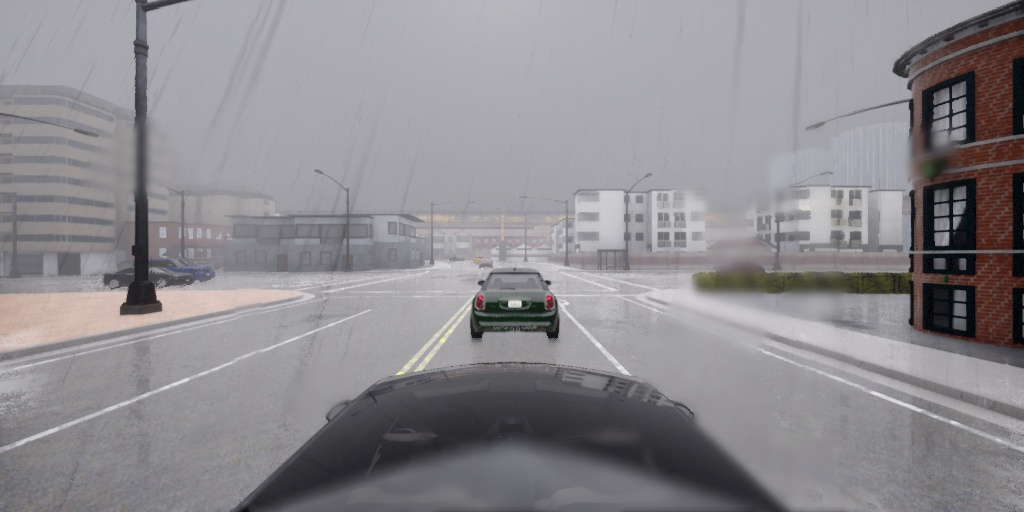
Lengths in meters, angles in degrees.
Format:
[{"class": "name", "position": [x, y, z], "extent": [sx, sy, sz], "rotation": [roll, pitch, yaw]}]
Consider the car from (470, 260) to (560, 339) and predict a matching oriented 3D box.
[{"class": "car", "position": [0.073, 1.105, 10.213], "extent": [2.097, 1.767, 4.553], "rotation": [0, 0, 0]}]

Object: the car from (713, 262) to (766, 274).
[{"class": "car", "position": [22.484, 1.292, 35.580], "extent": [4.674, 1.442, 1.812], "rotation": [0, 0, 2]}]

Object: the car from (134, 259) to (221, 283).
[{"class": "car", "position": [-26.520, 1.209, 28.037], "extent": [5.566, 2.045, 2.150], "rotation": [-1, 0, -1]}]

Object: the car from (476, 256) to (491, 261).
[{"class": "car", "position": [-3.816, 1.005, 52.776], "extent": [1.882, 1.535, 5.008], "rotation": [0, 1, -3]}]

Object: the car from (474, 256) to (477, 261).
[{"class": "car", "position": [-5.598, 0.745, 64.051], "extent": [1.882, 1.535, 5.008], "rotation": [0, 1, -16]}]

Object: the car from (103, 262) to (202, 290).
[{"class": "car", "position": [-24.787, 1.435, 24.578], "extent": [5.008, 1.535, 1.882], "rotation": [-1, 0, -1]}]
